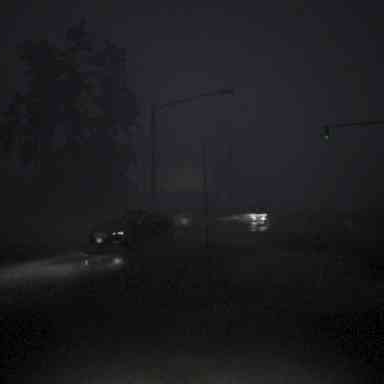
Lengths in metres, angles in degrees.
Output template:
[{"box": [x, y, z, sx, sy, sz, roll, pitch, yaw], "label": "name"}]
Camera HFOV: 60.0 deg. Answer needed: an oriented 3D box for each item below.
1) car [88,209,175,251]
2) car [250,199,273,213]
[{"box": [-2.470, 1.547, 14.648, 2.128, 1.511, 4.902, 0, 0, 24], "label": "car"}, {"box": [8.010, 1.569, 37.929, 2.128, 1.511, 4.902, 0, 0, 24], "label": "car"}]
